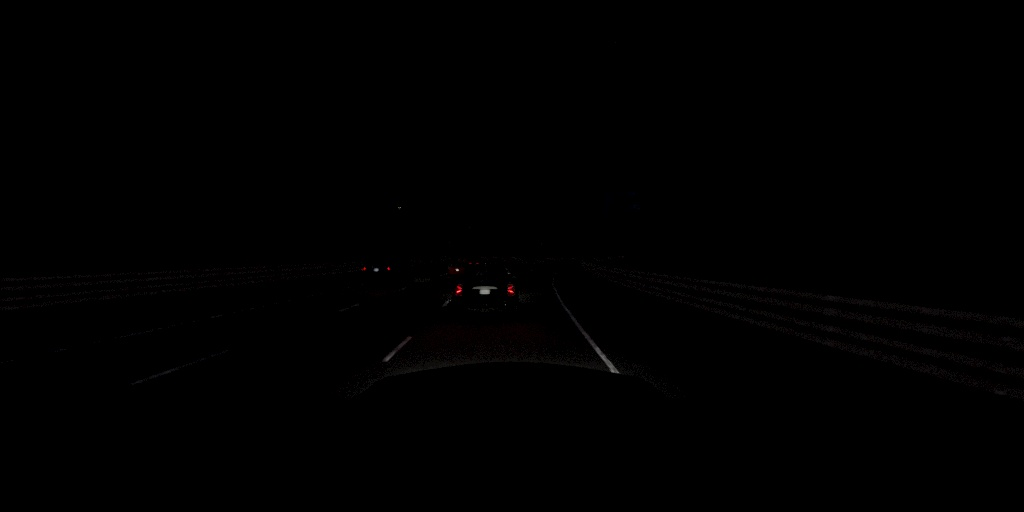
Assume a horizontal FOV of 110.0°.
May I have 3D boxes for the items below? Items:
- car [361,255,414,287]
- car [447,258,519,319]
[{"bbox_3d":[-8.250,0.929,24.199,2.150,2.045,5.566,0,0,-2],"label":"car"},{"bbox_3d":[-0.895,1.092,12.887,2.097,1.767,4.553,0,0,-2],"label":"car"}]
